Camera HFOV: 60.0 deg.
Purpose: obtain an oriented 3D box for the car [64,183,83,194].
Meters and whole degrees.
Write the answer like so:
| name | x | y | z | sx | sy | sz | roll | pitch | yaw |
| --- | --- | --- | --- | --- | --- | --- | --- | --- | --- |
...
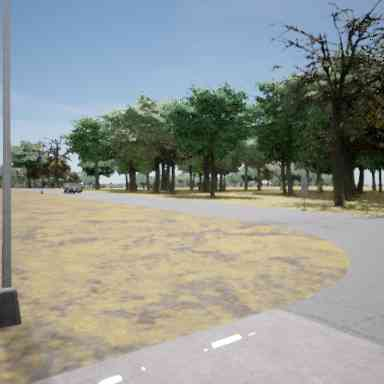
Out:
| name | x | y | z | sx | sy | sz | roll | pitch | yaw |
| --- | --- | --- | --- | --- | --- | --- | --- | --- | --- |
| car | -22.205 | -0.648 | 61.964 | 2.150 | 2.045 | 5.566 | -1 | 2 | -36 |
